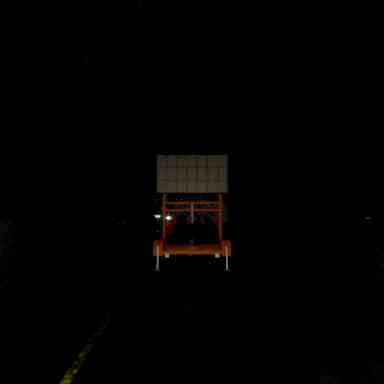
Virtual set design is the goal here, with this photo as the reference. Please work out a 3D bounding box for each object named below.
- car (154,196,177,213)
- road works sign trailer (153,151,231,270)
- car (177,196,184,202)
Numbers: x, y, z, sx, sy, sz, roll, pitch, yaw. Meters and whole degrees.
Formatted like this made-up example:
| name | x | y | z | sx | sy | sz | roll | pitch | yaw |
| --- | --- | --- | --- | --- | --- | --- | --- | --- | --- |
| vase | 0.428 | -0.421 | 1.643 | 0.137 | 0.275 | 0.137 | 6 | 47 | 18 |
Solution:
| name | x | y | z | sx | sy | sz | roll | pitch | yaw |
| --- | --- | --- | --- | --- | --- | --- | --- | --- | --- |
| car | -3.069 | 1.513 | 36.519 | 2.128 | 1.511 | 4.902 | 0 | 0 | 0 |
| road works sign trailer | 0.008 | 0.465 | 10.955 | 2.380 | 3.560 | 2.880 | 0 | 0 | 0 |
| car | -2.932 | 1.626 | 77.383 | 1.837 | 1.490 | 4.892 | 0 | 0 | 0 |
